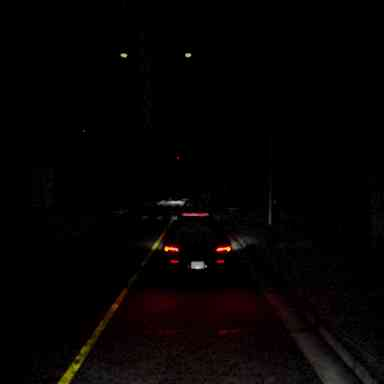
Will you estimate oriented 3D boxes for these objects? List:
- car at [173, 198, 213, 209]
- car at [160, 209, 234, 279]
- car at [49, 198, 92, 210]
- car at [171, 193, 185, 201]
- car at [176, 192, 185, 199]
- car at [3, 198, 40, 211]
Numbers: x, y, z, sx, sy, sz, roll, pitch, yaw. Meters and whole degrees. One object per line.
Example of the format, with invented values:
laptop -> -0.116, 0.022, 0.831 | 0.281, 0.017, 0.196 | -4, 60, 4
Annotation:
car -> 0.183, 1.319, 19.040 | 2.128, 1.511, 4.902 | 0, 1, 1
car -> 0.138, 1.438, 9.677 | 1.812, 1.442, 4.674 | 0, 0, 0
car -> -14.229, 1.338, 38.901 | 4.829, 1.417, 1.752 | -1, 1, 0
car -> -2.777, 0.911, 61.690 | 2.128, 1.511, 4.902 | 0, 1, 1
car -> -2.673, 0.823, 76.761 | 1.994, 1.385, 4.181 | 0, 1, 0
car -> -19.683, 1.413, 38.894 | 4.507, 1.381, 1.887 | -1, 1, 0
